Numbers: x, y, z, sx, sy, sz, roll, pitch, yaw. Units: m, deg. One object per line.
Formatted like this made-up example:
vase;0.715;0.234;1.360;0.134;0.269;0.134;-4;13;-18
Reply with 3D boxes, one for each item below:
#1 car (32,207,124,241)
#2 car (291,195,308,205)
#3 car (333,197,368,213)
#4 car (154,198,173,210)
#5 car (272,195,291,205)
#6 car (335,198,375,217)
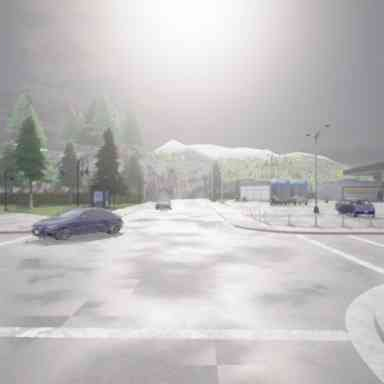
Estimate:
car;-5.529;1.522;16.751;1.812;1.442;4.674;2;2;38
car;17.270;1.295;54.461;2.152;1.636;5.027;0;0;0
car;16.963;1.361;35.797;1.970;1.475;3.806;0;0;0
car;-3.553;1.499;42.081;1.812;1.442;4.674;0;0;0
car;14.133;1.304;54.435;2.007;1.523;4.514;0;0;0
car;13.919;1.355;28.402;1.845;1.501;3.633;0;0;0
